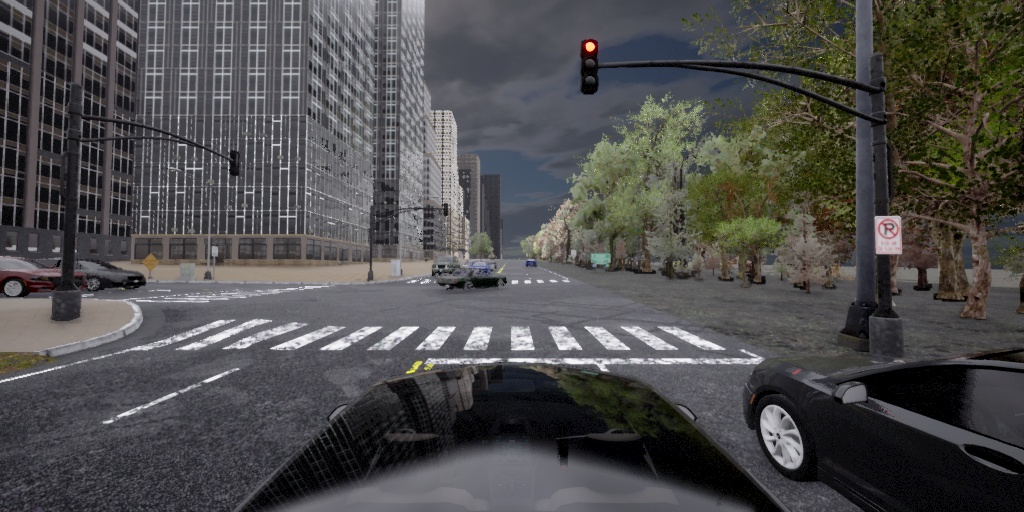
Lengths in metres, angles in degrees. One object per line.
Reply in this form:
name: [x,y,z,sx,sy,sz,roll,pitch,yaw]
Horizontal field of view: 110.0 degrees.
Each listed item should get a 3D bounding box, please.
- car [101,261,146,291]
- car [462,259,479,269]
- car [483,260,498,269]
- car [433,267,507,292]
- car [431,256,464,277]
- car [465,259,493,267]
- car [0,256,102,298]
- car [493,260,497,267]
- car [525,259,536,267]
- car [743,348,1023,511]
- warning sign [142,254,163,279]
car: [-20.203,0.877,16.816,4.892,1.490,1.837,2,-2,-4]
car: [-6.578,1.280,57.380,2.128,1.511,4.902,0,0,0]
car: [-3.332,1.335,56.962,2.033,1.411,5.357,0,0,0]
car: [-2.425,1.530,22.941,1.895,1.301,4.718,-1,-2,40]
car: [-6.595,0.995,36.238,2.150,2.045,5.566,0,0,0]
car: [-3.339,1.252,37.094,1.882,1.535,5.008,0,0,0]
car: [-19.370,0.746,13.612,5.008,1.535,1.882,1,-2,-3]
car: [-3.342,1.381,46.419,1.895,1.301,4.718,0,0,0]
car: [3.393,1.239,65.305,1.882,1.535,5.008,1,-1,0]
car: [3.348,1.248,1.803,1.837,1.490,4.892,-1,0,0]
warning sign: [-26.156,0.734,25.896,1.060,1.860,1.300,0,0,-4]
